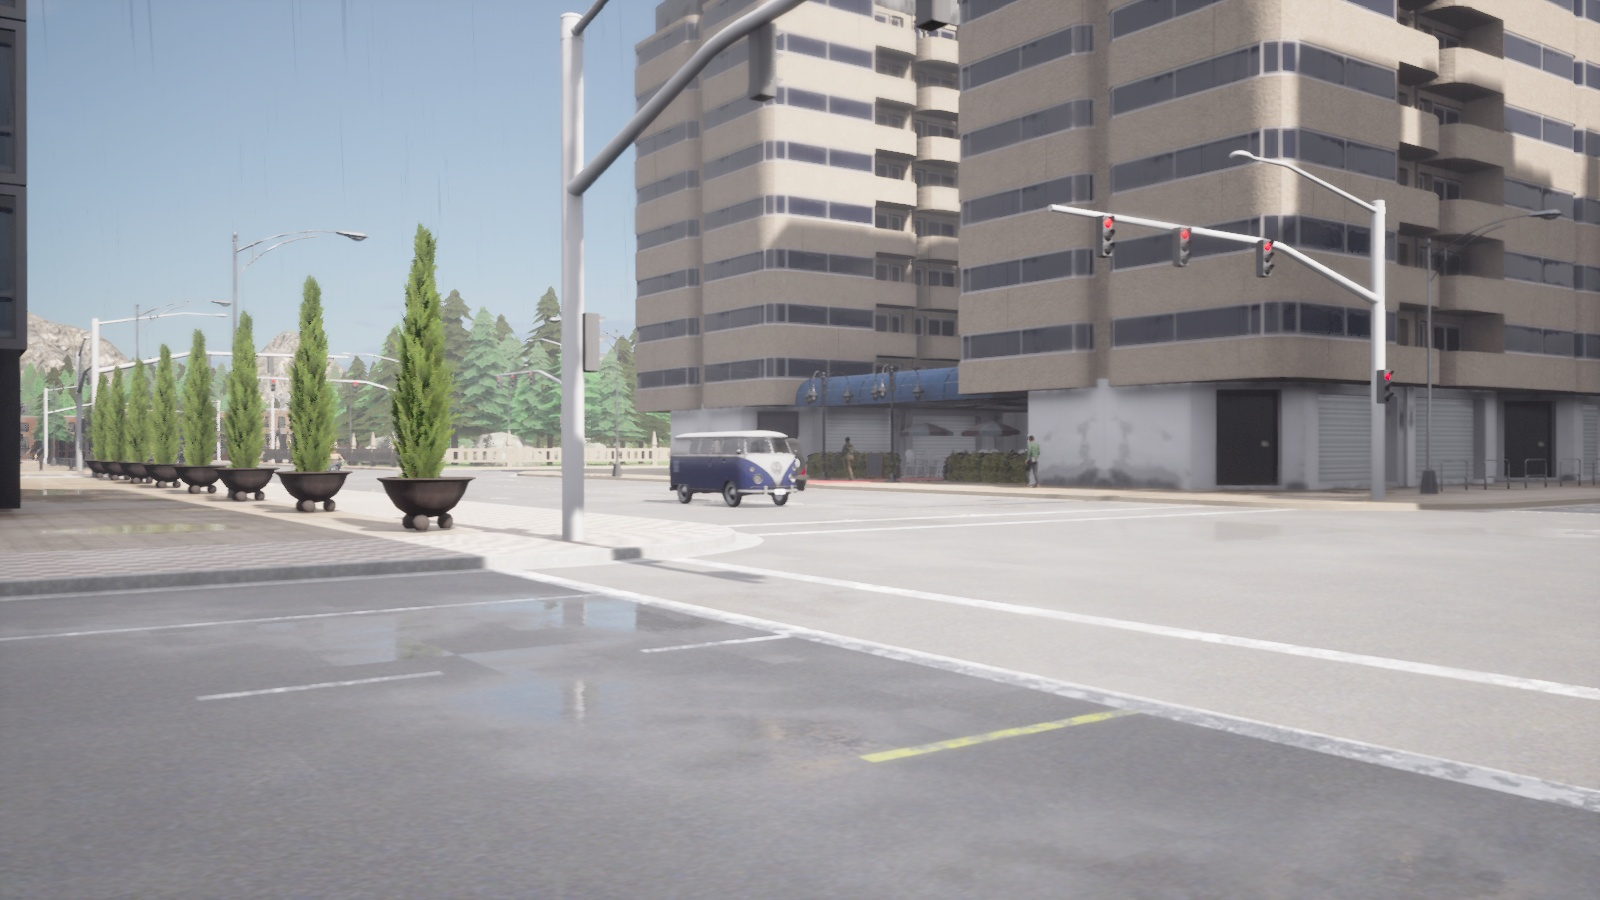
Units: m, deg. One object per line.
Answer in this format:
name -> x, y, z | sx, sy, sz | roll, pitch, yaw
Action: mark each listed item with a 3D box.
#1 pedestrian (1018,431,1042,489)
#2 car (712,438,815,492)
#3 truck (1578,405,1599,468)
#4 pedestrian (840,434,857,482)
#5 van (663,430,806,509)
pedestrian -> 7.861, 0.330, 42.883 | 0.423, 1.949, 0.788 | 0, 0, -25
car -> -1.373, 0.524, 45.504 | 1.905, 1.878, 3.866 | 0, 0, -35
truck -> 51.337, -0.843, 74.383 | 2.891, 3.827, 8.468 | 0, 0, -34
pedestrian -> 1.971, 0.328, 51.554 | 0.395, 1.930, 0.692 | 0, 0, -27
van -> -1.851, 0.492, 33.862 | 1.775, 1.987, 4.442 | 0, 0, -35
